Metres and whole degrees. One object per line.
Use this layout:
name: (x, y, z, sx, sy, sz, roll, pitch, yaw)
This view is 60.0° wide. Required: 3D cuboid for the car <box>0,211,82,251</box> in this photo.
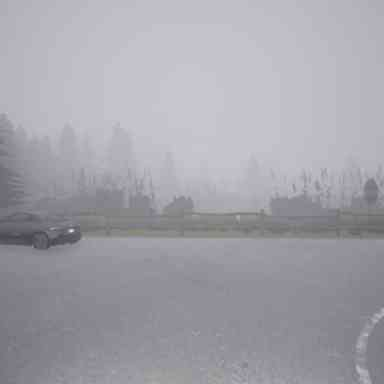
car: (-6.650, 1.471, 13.458, 4.181, 1.385, 1.994, 0, 0, 15)
